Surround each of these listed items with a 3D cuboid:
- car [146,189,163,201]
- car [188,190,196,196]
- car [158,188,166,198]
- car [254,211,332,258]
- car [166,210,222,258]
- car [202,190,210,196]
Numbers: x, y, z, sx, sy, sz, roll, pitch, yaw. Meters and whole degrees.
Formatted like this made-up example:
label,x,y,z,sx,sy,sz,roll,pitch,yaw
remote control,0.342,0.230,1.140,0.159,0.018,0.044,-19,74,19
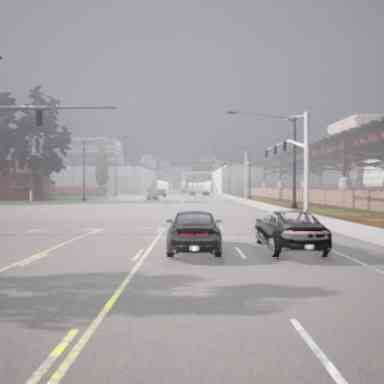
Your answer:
label,x,y,z,sx,sy,sz,roll,pitch,yaw
car,-7.021,0.796,59.831,2.128,1.511,4.902,0,1,1
car,0.016,0.305,85.220,1.812,1.442,4.674,0,1,0
car,-6.986,0.172,74.798,2.150,2.045,5.566,0,1,0
car,3.582,1.443,12.540,2.128,1.511,4.902,0,0,0
car,0.081,1.453,12.517,1.837,1.490,4.892,0,0,0
car,3.516,0.259,85.219,1.882,1.535,5.008,0,1,0
